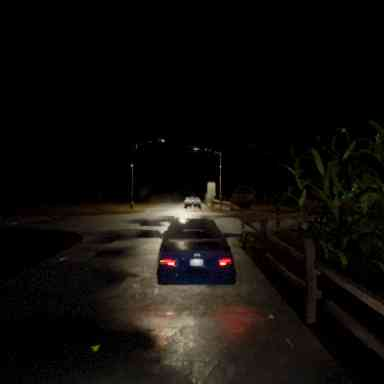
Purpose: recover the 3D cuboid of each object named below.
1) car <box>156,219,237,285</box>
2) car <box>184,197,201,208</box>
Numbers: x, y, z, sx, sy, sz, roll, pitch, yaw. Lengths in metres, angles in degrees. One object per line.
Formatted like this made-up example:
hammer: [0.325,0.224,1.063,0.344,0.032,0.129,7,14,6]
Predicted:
car: [0.034,1.457,9.276,2.033,1.411,5.357,0,1,-1]
car: [0.069,1.208,39.166,1.895,1.301,4.718,0,1,0]
